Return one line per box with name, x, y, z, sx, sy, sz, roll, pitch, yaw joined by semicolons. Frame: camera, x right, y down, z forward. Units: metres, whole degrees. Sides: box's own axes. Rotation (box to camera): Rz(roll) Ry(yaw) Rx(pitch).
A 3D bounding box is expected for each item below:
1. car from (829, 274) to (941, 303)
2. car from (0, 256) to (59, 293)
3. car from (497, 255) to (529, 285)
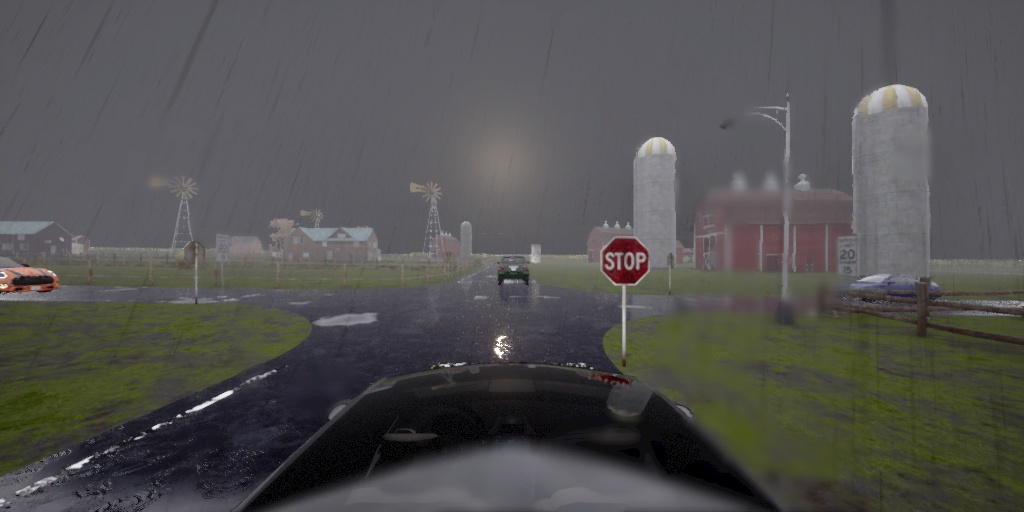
car;18.926;1.615;18.292;4.674;1.442;1.812;1;-1;0
car;-22.441;0.744;15.222;4.553;1.767;2.097;1;-1;0
car;0.106;0.974;26.512;2.150;2.045;5.566;0;0;0
